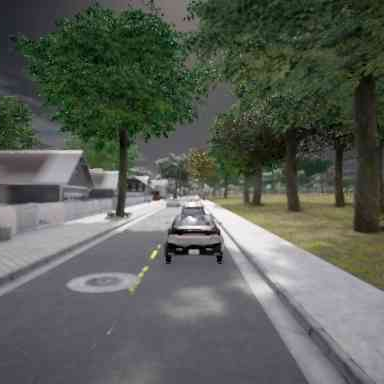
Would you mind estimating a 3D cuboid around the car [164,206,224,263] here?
[{"bbox_3d":[0.075,1.491,11.900,2.128,1.511,4.902,0,0,0],"label":"car"}]

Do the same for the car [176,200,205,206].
[{"bbox_3d":[0.082,1.496,27.053,2.128,1.511,4.902,0,0,0],"label":"car"}]

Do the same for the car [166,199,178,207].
[{"bbox_3d":[-2.811,1.618,49.049,1.895,1.301,4.718,0,0,0],"label":"car"}]
